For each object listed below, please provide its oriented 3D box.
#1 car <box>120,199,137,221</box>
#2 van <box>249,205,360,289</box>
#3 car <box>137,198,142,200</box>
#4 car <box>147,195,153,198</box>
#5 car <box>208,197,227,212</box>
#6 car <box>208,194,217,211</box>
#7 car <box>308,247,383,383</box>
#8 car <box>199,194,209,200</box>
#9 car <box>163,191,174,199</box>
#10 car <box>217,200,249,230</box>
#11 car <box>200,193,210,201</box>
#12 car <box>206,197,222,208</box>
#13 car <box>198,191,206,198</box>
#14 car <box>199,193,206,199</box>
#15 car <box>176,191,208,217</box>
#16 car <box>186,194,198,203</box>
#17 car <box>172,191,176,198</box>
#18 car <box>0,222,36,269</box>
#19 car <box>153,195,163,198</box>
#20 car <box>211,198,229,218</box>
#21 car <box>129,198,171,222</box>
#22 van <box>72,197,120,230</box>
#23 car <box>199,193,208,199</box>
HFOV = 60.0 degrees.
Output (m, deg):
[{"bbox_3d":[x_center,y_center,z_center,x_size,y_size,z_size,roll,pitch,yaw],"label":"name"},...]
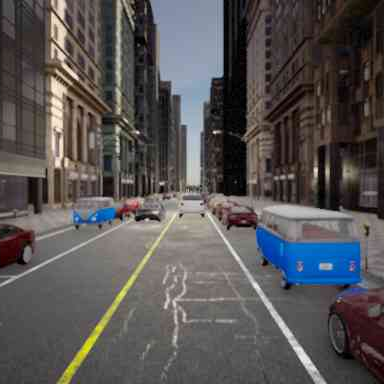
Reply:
[{"bbox_3d":[-5.775,1.389,25.488,1.887,1.381,4.507,0,0,0],"label":"car"},{"bbox_3d":[2.755,1.287,8.693,1.690,1.788,3.998,0,0,0],"label":"van"},{"bbox_3d":[-5.777,1.355,31.090,1.887,1.381,4.507,0,0,0],"label":"car"},{"bbox_3d":[-5.779,1.303,36.522,1.752,1.417,4.829,0,0,0],"label":"car"},{"bbox_3d":[2.746,1.301,36.873,1.752,1.417,4.829,0,0,0],"label":"car"},{"bbox_3d":[2.748,1.251,31.101,1.967,1.590,4.097,0,0,0],"label":"car"},{"bbox_3d":[2.758,1.562,3.093,1.802,1.307,4.206,0,0,0],"label":"car"},{"bbox_3d":[2.732,1.108,75.915,1.947,1.339,4.313,0,0,0],"label":"car"},{"bbox_3d":[-5.793,1.087,75.906,1.887,1.381,4.507,0,0,0],"label":"car"},{"bbox_3d":[2.752,1.423,19.897,1.887,1.381,4.507,0,0,0],"label":"car"},{"bbox_3d":[2.734,1.016,70.312,1.967,1.590,4.097,0,0,0],"label":"car"},{"bbox_3d":[2.744,1.325,42.305,1.802,1.307,4.206,0,0,0],"label":"car"},{"bbox_3d":[2.726,0.759,92.719,2.192,1.841,5.009,0,0,0],"label":"car"},{"bbox_3d":[2.728,1.001,87.287,1.752,1.417,4.829,0,0,0],"label":"car"},{"bbox_3d":[0.002,1.151,29.596,2.150,2.045,5.566,0,0,0],"label":"car"},{"bbox_3d":[-0.019,1.181,59.894,2.163,1.488,4.792,0,0,0],"label":"car"},{"bbox_3d":[-5.797,1.027,87.111,2.008,1.369,4.403,0,0,0],"label":"car"},{"bbox_3d":[-5.769,1.491,8.681,1.887,1.381,4.507,0,0,0],"label":"car"},{"bbox_3d":[-5.783,1.149,47.896,1.967,1.590,4.097,0,0,0],"label":"car"},{"bbox_3d":[2.750,1.389,25.500,1.887,1.381,4.507,0,0,0],"label":"car"},{"bbox_3d":[-3.010,1.461,24.946,2.033,1.411,5.357,0,0,0],"label":"car"},{"bbox_3d":[-5.774,1.219,19.885,1.690,1.788,3.998,0,0,0],"label":"van"},{"bbox_3d":[2.730,1.060,81.516,2.008,1.369,4.403,0,0,0],"label":"car"}]
